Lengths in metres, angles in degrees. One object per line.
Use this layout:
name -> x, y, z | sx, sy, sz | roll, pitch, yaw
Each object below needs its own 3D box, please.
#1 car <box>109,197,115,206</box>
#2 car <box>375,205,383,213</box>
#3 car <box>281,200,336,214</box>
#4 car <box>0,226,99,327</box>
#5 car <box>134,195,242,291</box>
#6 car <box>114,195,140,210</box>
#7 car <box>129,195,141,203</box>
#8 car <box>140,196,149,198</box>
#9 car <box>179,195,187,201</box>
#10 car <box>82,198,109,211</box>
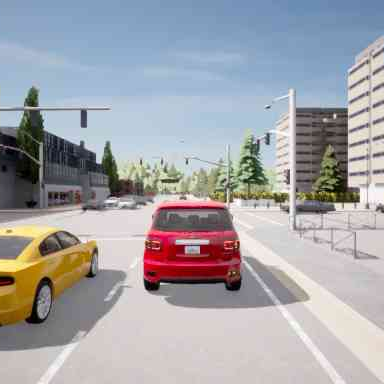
car -> -11.932, 1.526, 50.329 | 1.812, 1.442, 4.674 | 0, 0, -2
car -> 22.311, 1.547, 34.938 | 5.357, 1.411, 2.033 | 0, 0, -2
car -> 12.075, 1.547, 34.627 | 5.357, 1.411, 2.033 | 0, 0, -2
car -> -3.480, 1.478, 7.167 | 1.882, 1.535, 5.008 | 0, 0, 0
car -> 0.014, 1.221, 9.156 | 2.150, 2.045, 5.566 | 0, 0, 0
car -> -8.180, 1.526, 42.184 | 1.812, 1.442, 4.674 | 0, 0, -2
car -> -12.468, 1.500, 73.057 | 1.837, 1.490, 4.892 | 0, 0, -2
car -> -8.525, 1.505, 54.070 | 1.837, 1.490, 4.892 | 0, 0, -1
car -> -2.357, 1.524, 87.236 | 1.812, 1.442, 4.674 | 0, 0, -2
car -> -11.587, 1.564, 39.439 | 1.994, 1.385, 4.181 | 0, 0, -2
